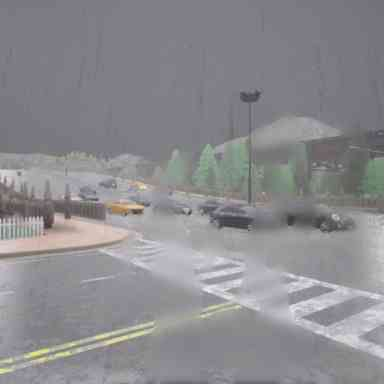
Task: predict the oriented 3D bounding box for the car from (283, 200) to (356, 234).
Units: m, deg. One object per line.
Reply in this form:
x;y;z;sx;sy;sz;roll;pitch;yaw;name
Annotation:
7.113;1.351;19.586;2.097;1.767;4.553;0;0;-37;car

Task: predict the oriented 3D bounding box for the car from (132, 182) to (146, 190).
-11.950;-1.425;74.018;1.882;1.535;5.008;0;7;-37;car

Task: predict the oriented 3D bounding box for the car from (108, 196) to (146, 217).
-6.287;1.469;31.441;1.882;1.535;5.008;0;1;-37;car

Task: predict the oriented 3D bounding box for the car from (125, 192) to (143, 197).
-7.299;1.227;44.369;1.837;1.490;4.892;0;2;-37;car

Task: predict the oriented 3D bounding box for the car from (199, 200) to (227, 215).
2.482;1.499;31.468;1.837;1.490;4.892;0;0;-37;car

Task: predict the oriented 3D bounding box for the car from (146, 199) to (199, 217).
-1.923;1.481;31.481;2.128;1.511;4.902;0;0;-37;car

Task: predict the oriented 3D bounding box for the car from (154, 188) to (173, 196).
-5.686;-0.126;65.843;2.128;1.511;4.902;0;7;-37;car

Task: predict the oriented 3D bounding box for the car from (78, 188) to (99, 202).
-15.597;0.651;49.595;2.033;1.411;5.357;0;5;-37;car

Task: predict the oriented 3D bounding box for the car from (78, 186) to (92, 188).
-18.843;-0.392;59.877;1.895;1.301;4.718;0;7;-37;car

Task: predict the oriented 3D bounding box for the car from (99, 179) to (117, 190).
-17.648;-1.706;69.989;2.150;2.045;5.566;0;7;-37;car

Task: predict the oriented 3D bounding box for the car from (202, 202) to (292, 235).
2.998;1.507;19.216;1.837;1.490;4.892;0;-1;-37;car

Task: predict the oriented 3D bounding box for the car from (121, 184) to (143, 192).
-11.528;-0.064;61.964;1.895;1.301;4.718;0;7;-37;car

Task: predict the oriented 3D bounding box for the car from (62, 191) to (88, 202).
-15.909;0.951;44.173;1.812;1.442;4.674;0;4;-37;car
